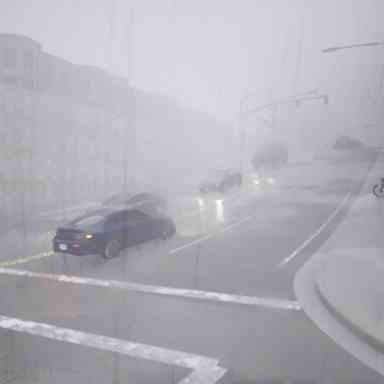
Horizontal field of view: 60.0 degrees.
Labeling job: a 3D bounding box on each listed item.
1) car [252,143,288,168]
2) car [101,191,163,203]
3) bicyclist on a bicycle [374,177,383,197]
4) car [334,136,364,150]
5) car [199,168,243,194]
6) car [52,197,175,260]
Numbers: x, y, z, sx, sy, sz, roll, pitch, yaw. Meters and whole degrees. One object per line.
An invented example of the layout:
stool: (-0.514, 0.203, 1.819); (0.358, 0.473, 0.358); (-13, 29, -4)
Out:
car: (7.930, -3.737, 33.585); (2.150, 2.045, 5.566); (1, 14, 33)
car: (-3.212, 0.780, 16.530); (1.837, 1.490, 4.892); (1, 7, 33)
bicyclist on a bicycle: (10.141, -0.503, 16.882); (1.656, 1.620, 0.582); (1, 10, 34)
car: (21.113, -6.498, 44.689); (4.553, 1.767, 2.097); (-2, 2, -36)
car: (2.232, -0.962, 24.914); (1.812, 1.442, 4.674); (1, 14, 33)
car: (-2.451, 1.217, 11.394); (1.812, 1.442, 4.674); (0, 4, 32)
